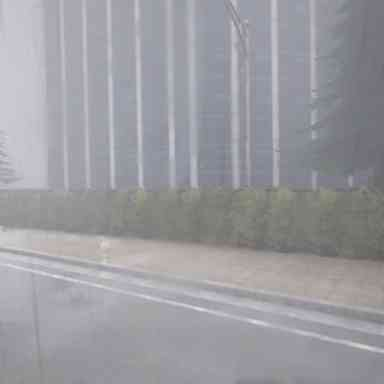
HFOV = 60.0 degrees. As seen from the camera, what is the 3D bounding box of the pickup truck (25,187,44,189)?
[{"bbox_3d":[-33.239,-0.129,71.733,6.274,2.098,2.390,-2,2,-26],"label":"pickup truck"}]
